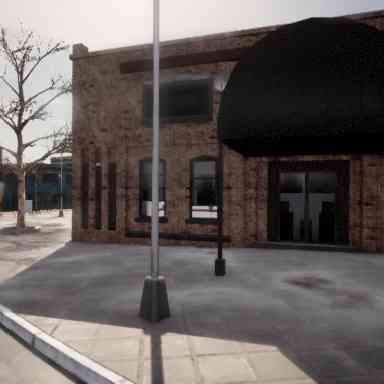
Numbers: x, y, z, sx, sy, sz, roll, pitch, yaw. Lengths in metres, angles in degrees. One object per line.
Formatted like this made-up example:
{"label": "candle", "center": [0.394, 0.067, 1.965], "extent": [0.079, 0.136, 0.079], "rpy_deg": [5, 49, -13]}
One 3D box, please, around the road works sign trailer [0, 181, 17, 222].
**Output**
{"label": "road works sign trailer", "center": [-17.662, 0.781, 29.417], "extent": [2.380, 3.560, 2.880], "rpy_deg": [2, -7, -1]}

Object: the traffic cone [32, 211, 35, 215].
{"label": "traffic cone", "center": [-19.155, 2.543, 40.197], "extent": [0.340, 0.580, 0.340], "rpy_deg": [1, -1, 1]}
